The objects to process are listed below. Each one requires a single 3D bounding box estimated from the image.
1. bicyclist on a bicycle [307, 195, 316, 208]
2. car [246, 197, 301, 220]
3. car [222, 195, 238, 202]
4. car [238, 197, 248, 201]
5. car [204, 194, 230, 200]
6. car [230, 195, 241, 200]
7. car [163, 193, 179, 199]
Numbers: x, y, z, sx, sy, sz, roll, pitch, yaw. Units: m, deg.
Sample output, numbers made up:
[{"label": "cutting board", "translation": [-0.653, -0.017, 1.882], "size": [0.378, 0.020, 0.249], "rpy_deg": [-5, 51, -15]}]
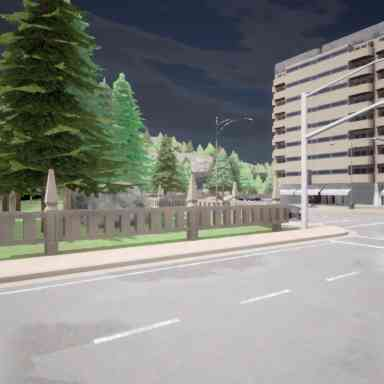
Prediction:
[{"label": "bicyclist on a bicycle", "translation": [15.325, 1.245, 42.481], "size": [1.656, 1.620, 0.582], "rpy_deg": [0, 0, -29]}, {"label": "car", "translation": [7.087, 1.436, 27.197], "size": [2.128, 1.511, 4.902], "rpy_deg": [0, 0, -33]}, {"label": "car", "translation": [8.594, 1.469, 75.205], "size": [1.812, 1.442, 4.674], "rpy_deg": [0, 0, 32]}, {"label": "car", "translation": [7.108, 1.492, 33.372], "size": [2.033, 1.411, 5.357], "rpy_deg": [0, 0, -33]}, {"label": "car", "translation": [2.555, 1.422, 42.466], "size": [1.882, 1.535, 5.008], "rpy_deg": [0, 0, -19]}, {"label": "car", "translation": [9.249, 1.492, 67.935], "size": [2.033, 1.411, 5.357], "rpy_deg": [0, 0, 20]}, {"label": "car", "translation": [-3.284, 1.166, 52.327], "size": [2.150, 2.045, 5.566], "rpy_deg": [0, 0, -4]}]
